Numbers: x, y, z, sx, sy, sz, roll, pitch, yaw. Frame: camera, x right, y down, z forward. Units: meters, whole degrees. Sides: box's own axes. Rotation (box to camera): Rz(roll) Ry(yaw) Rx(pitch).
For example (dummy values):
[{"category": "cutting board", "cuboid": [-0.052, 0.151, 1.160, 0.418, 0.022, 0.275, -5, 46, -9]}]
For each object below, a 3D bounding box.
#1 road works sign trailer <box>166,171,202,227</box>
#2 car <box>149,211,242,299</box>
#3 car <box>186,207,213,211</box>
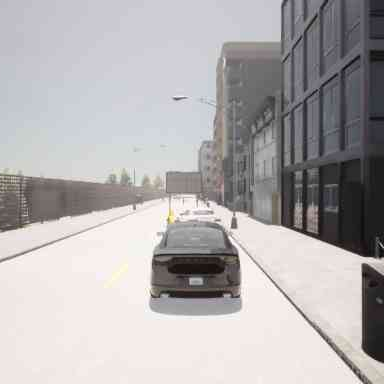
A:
[{"category": "road works sign trailer", "cuboid": [-0.569, 0.465, 21.382, 2.380, 3.560, 2.880, 0, 0, -17]}, {"category": "car", "cuboid": [0.072, 1.478, 8.540, 1.882, 1.535, 5.008, 0, 0, 0]}, {"category": "car", "cuboid": [0.370, 1.540, 17.892, 1.812, 1.442, 4.674, 0, -1, -8]}]
